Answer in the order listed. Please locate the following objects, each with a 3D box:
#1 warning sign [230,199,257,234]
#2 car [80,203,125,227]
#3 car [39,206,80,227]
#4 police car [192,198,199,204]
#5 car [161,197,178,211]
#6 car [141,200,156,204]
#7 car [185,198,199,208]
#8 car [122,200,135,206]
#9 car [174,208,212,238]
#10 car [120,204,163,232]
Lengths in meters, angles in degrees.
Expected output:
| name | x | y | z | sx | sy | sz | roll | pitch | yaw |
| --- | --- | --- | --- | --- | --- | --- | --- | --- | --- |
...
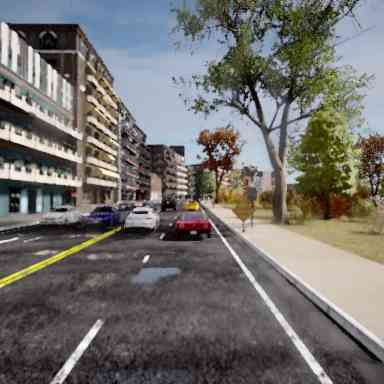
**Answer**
| name | x | y | z | sx | sy | sz | roll | pitch | yaw |
| --- | --- | --- | --- | --- | --- | --- | --- | --- | --- |
| warning sign | 2.831 | 1.312 | 18.295 | 1.300 | 1.860 | 1.060 | -1 | -1 | 0 |
| car | -6.615 | 1.796 | 25.141 | 1.812 | 1.442 | 4.674 | 0 | -1 | 0 |
| car | -9.864 | 1.799 | 25.338 | 1.812 | 1.442 | 4.674 | 0 | -1 | 0 |
| police car | 0.923 | 2.393 | 88.390 | 1.930 | 1.638 | 5.238 | 0 | -1 | 0 |
| car | -3.275 | 1.744 | 48.201 | 2.150 | 2.045 | 5.566 | 0 | 0 | 0 |
| car | -6.549 | 2.040 | 50.524 | 2.128 | 1.511 | 4.902 | 0 | -1 | 0 |
| car | -0.025 | 1.998 | 48.199 | 1.882 | 1.535 | 5.008 | 0 | 0 | 0 |
| car | -9.798 | 2.040 | 50.520 | 2.128 | 1.511 | 4.902 | 0 | -1 | 0 |
| car | 0.089 | 1.807 | 19.193 | 1.895 | 1.301 | 4.718 | 0 | -1 | 0 |
| car | -3.177 | 1.761 | 21.917 | 1.812 | 1.442 | 4.674 | 0 | -1 | 0 |
